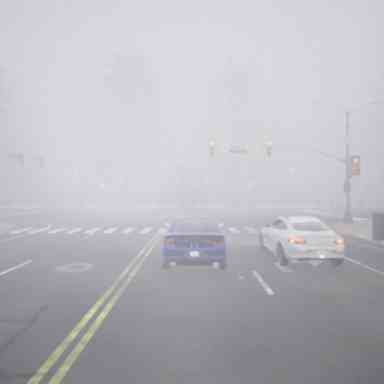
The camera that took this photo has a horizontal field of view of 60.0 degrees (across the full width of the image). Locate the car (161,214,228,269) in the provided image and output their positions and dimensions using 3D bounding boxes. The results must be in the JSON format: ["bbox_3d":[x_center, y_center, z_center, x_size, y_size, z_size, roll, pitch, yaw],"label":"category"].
[{"bbox_3d":[0.080,1.480,11.208,1.882,1.535,5.008,0,0,0],"label":"car"}]

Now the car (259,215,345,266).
[{"bbox_3d":[3.582,1.528,11.453,1.812,1.442,4.674,0,0,0],"label":"car"}]
